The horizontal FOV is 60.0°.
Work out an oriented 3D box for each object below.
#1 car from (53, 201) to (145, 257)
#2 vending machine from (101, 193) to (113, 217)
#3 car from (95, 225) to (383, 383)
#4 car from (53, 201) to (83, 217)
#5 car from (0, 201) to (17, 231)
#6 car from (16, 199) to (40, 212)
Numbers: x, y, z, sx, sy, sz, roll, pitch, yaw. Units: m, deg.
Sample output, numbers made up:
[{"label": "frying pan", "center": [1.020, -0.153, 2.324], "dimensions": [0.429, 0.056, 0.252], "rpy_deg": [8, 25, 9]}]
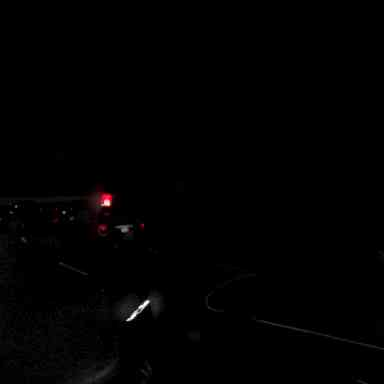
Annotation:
[{"label": "car", "center": [-3.679, 1.345, 13.216], "dimensions": [2.097, 1.767, 4.553], "rpy_deg": [0, 0, -39]}, {"label": "vending machine", "center": [-7.678, 1.180, 30.059], "dimensions": [1.100, 2.100, 0.880], "rpy_deg": [0, 0, -13]}, {"label": "car", "center": [1.379, 1.354, 3.308], "dimensions": [4.553, 1.767, 2.097], "rpy_deg": [0, 0, 36]}, {"label": "car", "center": [-12.023, 1.578, 32.562], "dimensions": [1.895, 1.301, 4.718], "rpy_deg": [0, 0, -9]}, {"label": "car", "center": [-11.948, 1.526, 19.865], "dimensions": [2.033, 1.411, 5.357], "rpy_deg": [0, 0, -24]}, {"label": "car", "center": [-19.133, 1.527, 38.085], "dimensions": [1.994, 1.385, 4.181], "rpy_deg": [0, 0, -2]}]
